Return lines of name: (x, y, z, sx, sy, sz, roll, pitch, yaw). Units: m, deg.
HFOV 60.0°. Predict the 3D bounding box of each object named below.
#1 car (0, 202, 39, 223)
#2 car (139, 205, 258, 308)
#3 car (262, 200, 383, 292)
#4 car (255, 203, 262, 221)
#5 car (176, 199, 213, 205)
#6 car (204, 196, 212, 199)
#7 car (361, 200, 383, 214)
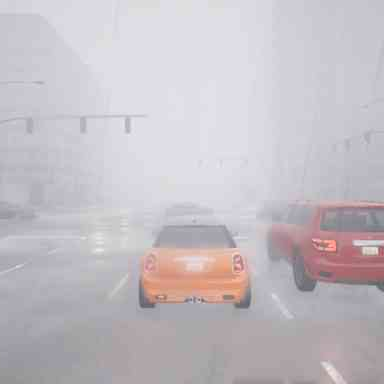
car: (-14.081, 1.492, 24.933, 4.902, 1.511, 2.128, 0, 0, 1)
car: (0.070, 1.352, 8.060, 2.097, 1.767, 4.553, 0, 0, 1)
car: (3.548, 1.221, 9.082, 2.150, 2.045, 5.566, 0, 0, 2)
car: (7.062, 1.352, 24.688, 4.553, 1.767, 2.097, 0, 0, 1)
car: (-0.270, 1.564, 28.273, 4.181, 1.385, 1.994, 0, 0, 1)
car: (3.617, 1.524, 74.412, 1.812, 1.442, 4.674, 0, 0, 0)
car: (20.510, 1.564, 35.231, 4.181, 1.385, 1.994, 0, 0, 1)
